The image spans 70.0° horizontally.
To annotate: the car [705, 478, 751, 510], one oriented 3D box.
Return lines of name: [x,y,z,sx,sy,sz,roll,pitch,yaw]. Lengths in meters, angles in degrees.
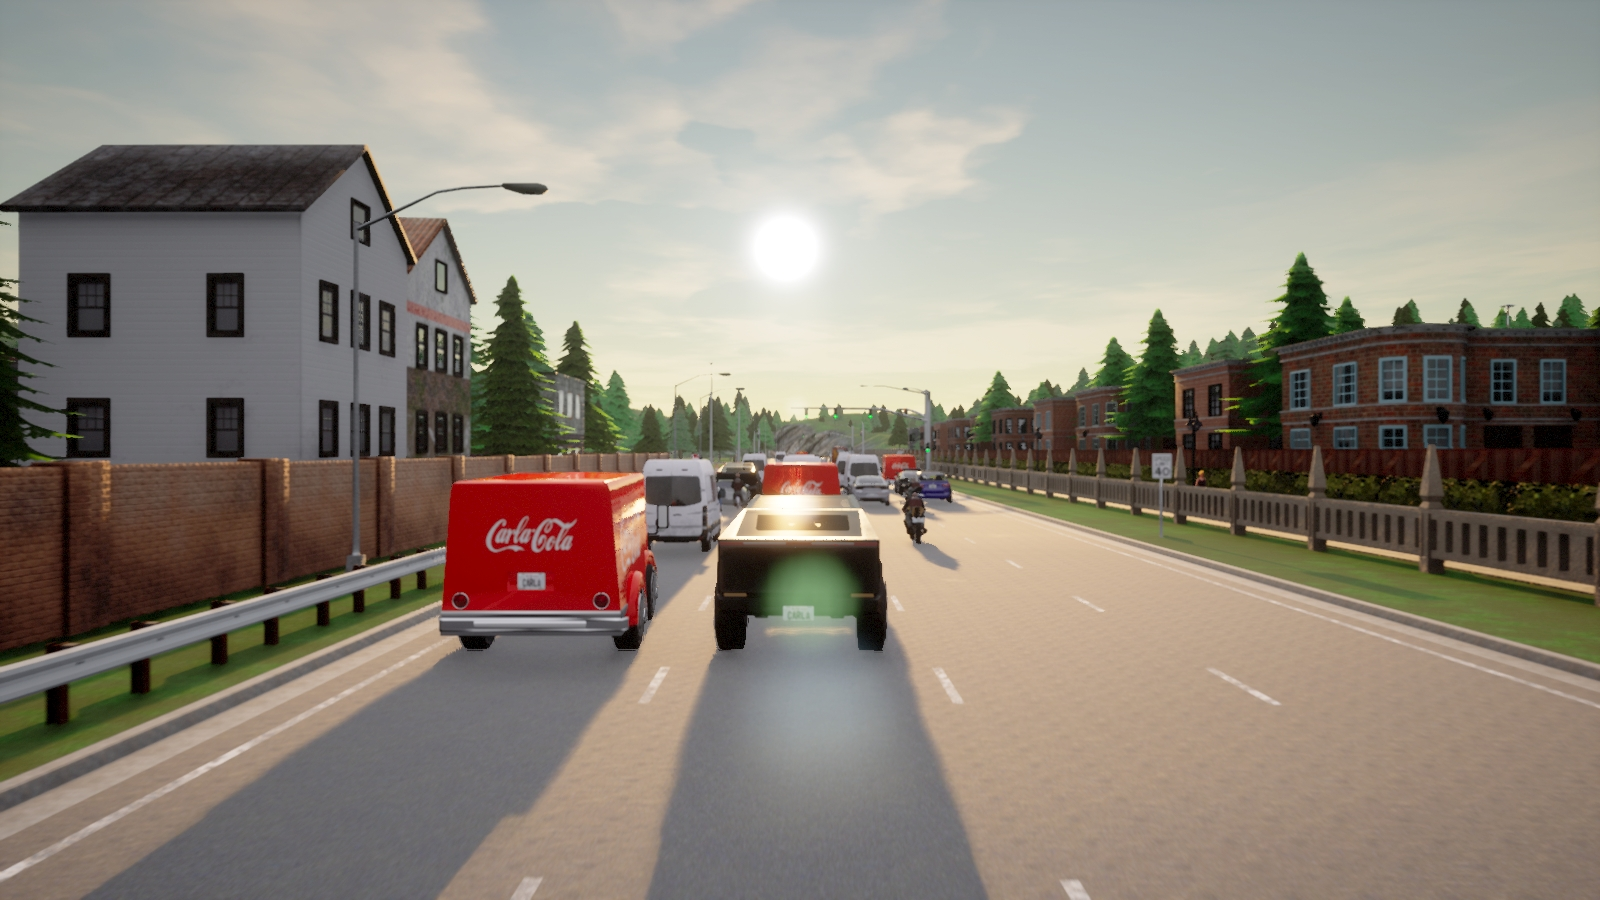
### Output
car: [-3.486,2.142,56.154,1.994,1.385,4.181,0,0,0]

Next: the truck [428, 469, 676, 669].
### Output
truck: [-3.479,1.580,17.329,2.627,2.467,5.204,0,0,0]

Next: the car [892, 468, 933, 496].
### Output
car: [7.090,2.012,72.696,2.097,1.638,5.238,0,0,0]

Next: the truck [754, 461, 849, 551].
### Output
truck: [0.040,1.582,34.365,2.627,2.467,5.204,0,0,0]

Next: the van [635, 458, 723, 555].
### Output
van: [-3.464,1.548,33.777,1.988,2.561,5.915,0,0,0]

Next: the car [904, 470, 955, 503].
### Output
car: [7.075,1.994,62.888,2.242,1.667,4.611,0,0,0]

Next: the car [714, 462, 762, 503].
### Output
car: [-3.421,1.780,64.243,2.390,2.098,6.274,0,0,0]

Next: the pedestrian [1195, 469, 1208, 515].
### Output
pedestrian: [16.458,1.721,46.830,0.375,1.860,0.375,0,0,0]

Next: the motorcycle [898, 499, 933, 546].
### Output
motorcycle: [3.551,2.220,35.307,0.867,1.251,2.209,0,1,0]

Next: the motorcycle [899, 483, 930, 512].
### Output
motorcycle: [5.360,2.227,53.574,0.867,1.251,2.209,0,0,-10]

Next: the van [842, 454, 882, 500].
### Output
van: [3.619,1.563,67.585,1.988,2.561,5.915,0,0,0]

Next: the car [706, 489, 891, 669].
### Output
car: [0.067,1.761,17.851,2.390,2.098,6.274,0,0,2]

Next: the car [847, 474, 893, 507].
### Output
car: [3.574,2.059,59.125,2.097,1.535,5.006,0,0,0]

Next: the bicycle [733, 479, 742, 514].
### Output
bicycle: [-2.814,2.081,51.154,0.329,1.471,1.835,0,0,-5]
